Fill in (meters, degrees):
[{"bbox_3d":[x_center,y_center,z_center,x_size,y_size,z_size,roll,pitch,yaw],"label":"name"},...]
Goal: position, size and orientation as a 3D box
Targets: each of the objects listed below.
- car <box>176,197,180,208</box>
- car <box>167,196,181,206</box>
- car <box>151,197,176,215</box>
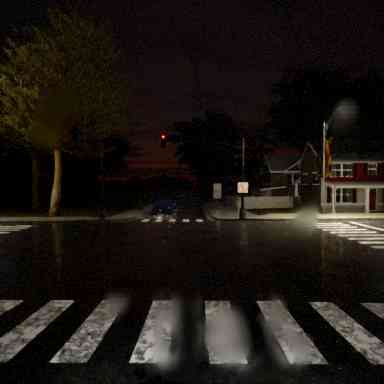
[{"bbox_3d":[-2.914,1.462,44.097,1.837,1.490,4.892,0,0,0],"label":"car"},{"bbox_3d":[-2.864,1.487,54.726,2.033,1.411,5.357,0,0,0],"label":"car"},{"bbox_3d":[-2.958,1.449,33.795,1.882,1.535,5.008,0,0,0],"label":"car"}]
